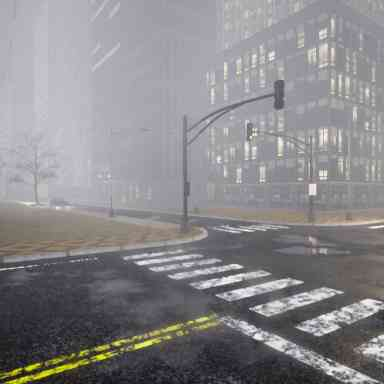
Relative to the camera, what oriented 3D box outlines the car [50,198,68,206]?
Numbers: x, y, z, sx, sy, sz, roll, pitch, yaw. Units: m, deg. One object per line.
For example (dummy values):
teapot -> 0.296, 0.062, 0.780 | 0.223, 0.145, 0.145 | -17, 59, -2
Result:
car -> -21.724, 1.606, 54.213 | 1.895, 1.301, 4.718 | 0, 0, -35
